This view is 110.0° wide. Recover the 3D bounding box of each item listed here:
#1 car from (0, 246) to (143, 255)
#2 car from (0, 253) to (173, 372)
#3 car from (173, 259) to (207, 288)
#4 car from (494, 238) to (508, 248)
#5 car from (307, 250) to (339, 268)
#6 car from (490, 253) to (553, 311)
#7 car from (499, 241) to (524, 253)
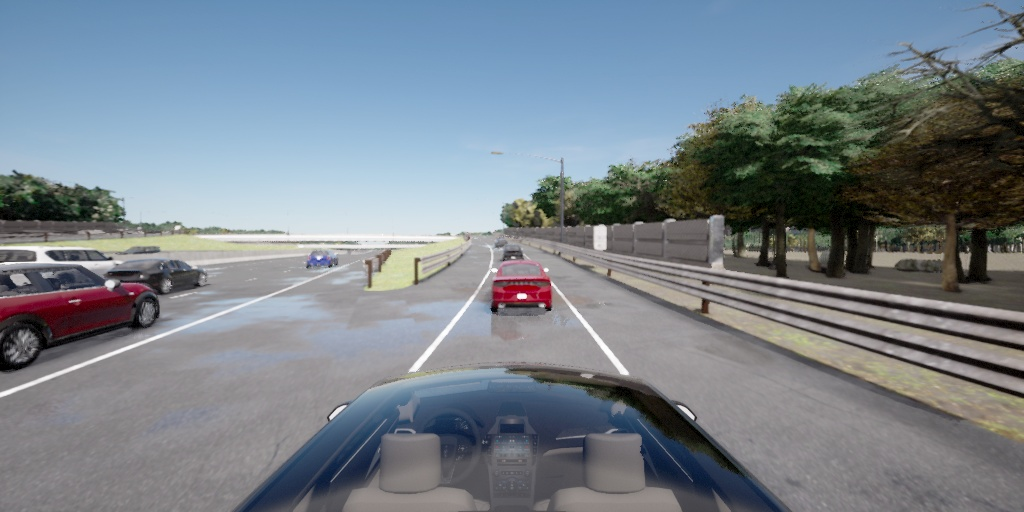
[{"bbox_3d":[-19.245,0.611,15.396,2.150,2.045,5.566,-1,2,-17],"label":"car"},{"bbox_3d":[-9.378,0.924,7.006,2.097,1.767,4.553,-1,1,-17],"label":"car"},{"bbox_3d":[-15.808,0.867,16.141,1.837,1.490,4.892,-1,2,-17],"label":"car"},{"bbox_3d":[-1.676,-2.121,56.163,2.128,1.511,4.902,0,5,-5],"label":"car"},{"bbox_3d":[-17.958,0.169,34.171,2.097,1.767,4.553,-1,2,-18],"label":"car"},{"bbox_3d":[0.292,0.880,12.619,1.882,1.535,5.008,0,3,0],"label":"car"},{"bbox_3d":[0.008,-0.280,32.281,1.837,1.490,4.892,0,4,-2],"label":"car"}]
